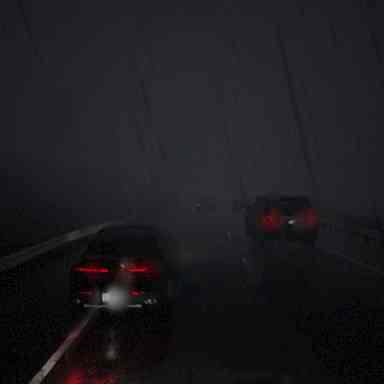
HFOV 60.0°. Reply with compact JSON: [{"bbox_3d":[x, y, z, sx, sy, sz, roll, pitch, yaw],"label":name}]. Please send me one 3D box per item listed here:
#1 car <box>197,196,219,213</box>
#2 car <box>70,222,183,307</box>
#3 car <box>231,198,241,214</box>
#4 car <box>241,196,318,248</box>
[{"bbox_3d":[1.596,1.401,35.320,1.812,1.442,4.674,0,0,6],"label":"car"},{"bbox_3d":[-1.306,1.477,7.889,1.837,1.490,4.892,0,0,1],"label":"car"},{"bbox_3d":[4.931,1.373,32.920,2.128,1.511,4.902,0,0,5],"label":"car"},{"bbox_3d":[3.707,1.168,14.626,2.150,2.045,5.566,0,0,2],"label":"car"}]
